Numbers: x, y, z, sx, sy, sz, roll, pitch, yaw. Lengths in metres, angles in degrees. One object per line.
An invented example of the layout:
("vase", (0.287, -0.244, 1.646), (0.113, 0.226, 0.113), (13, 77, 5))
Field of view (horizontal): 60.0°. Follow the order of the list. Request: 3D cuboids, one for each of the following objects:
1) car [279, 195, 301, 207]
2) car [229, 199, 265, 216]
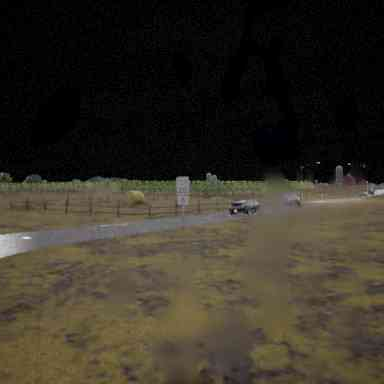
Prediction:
("car", (14.558, 1.208, 49.433), (2.097, 1.767, 4.553), (-2, 0, 35))
("car", (5.252, 1.415, 31.494), (1.837, 1.490, 4.892), (-2, -1, 35))
